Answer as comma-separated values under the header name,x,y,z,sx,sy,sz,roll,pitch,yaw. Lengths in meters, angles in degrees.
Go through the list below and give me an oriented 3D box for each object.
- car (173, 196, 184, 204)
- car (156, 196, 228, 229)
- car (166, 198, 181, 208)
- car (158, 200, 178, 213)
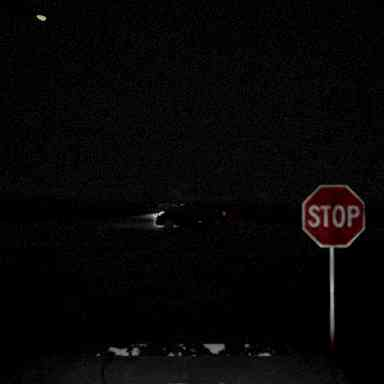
name,x,y,z,sx,sy,sz,roll,pitch,yaw
car,-2.513,1.523,64.149,1.882,1.535,5.008,0,0,1
car,-0.022,1.374,21.523,4.553,1.767,2.097,1,0,0
car,-2.671,1.585,48.629,1.994,1.385,4.181,0,0,1
car,-2.764,1.612,38.659,1.895,1.301,4.718,0,0,1
